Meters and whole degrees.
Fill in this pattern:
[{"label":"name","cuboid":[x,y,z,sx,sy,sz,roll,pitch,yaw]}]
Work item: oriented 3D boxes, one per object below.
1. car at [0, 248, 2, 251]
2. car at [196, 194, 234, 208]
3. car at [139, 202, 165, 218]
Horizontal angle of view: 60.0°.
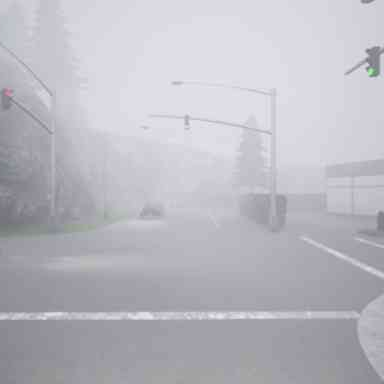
[{"label":"car","cuboid":[-8.902,1.506,10.895,4.902,1.511,2.128,0,0,2]},{"label":"car","cuboid":[3.458,1.283,49.158,5.566,2.045,2.150,0,-1,-21]},{"label":"car","cuboid":[-3.602,1.639,30.514,1.895,1.301,4.718,0,0,0]}]
